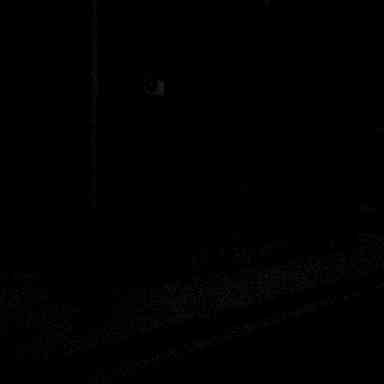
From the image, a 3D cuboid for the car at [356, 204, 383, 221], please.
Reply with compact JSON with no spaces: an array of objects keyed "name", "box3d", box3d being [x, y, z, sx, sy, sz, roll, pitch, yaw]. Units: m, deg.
[{"name":"car","box3d":[13.263,1.565,27.795,1.752,1.417,4.829,0,0,-35]}]
